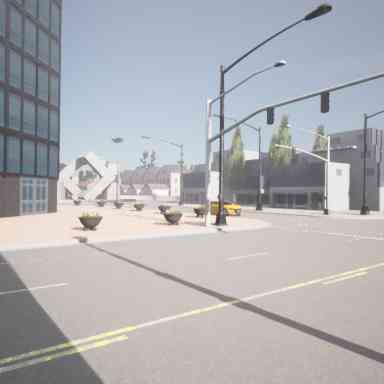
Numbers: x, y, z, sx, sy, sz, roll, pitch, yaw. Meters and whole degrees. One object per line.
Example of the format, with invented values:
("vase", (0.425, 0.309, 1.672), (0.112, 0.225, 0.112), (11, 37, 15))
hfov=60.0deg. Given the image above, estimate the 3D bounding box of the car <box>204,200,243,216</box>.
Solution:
("car", (2.991, 1.564, 33.674), (1.882, 1.535, 5.008), (1, -1, -35))
